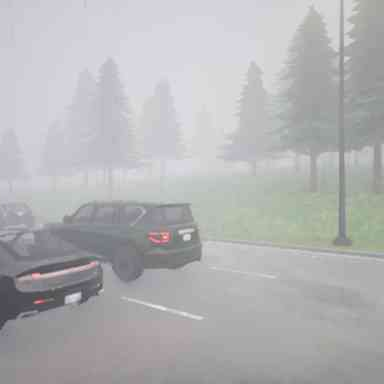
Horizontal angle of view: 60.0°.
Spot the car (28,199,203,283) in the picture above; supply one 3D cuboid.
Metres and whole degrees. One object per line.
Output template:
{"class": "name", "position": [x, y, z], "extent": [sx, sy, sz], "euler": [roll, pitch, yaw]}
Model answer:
{"class": "car", "position": [-2.308, 1.232, 9.972], "extent": [5.566, 2.045, 2.150], "euler": [0, 0, 36]}

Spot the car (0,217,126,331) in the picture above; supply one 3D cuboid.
{"class": "car", "position": [-3.886, 1.500, 6.793], "extent": [4.902, 1.511, 2.128], "euler": [0, 0, 36]}

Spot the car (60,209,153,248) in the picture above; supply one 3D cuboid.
{"class": "car", "position": [-4.047, 1.578, 15.537], "extent": [4.181, 1.385, 1.994], "euler": [0, 0, 36]}

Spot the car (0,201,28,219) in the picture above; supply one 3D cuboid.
{"class": "car", "position": [-12.066, 1.379, 21.307], "extent": [4.553, 1.767, 2.097], "euler": [0, 0, 36]}
